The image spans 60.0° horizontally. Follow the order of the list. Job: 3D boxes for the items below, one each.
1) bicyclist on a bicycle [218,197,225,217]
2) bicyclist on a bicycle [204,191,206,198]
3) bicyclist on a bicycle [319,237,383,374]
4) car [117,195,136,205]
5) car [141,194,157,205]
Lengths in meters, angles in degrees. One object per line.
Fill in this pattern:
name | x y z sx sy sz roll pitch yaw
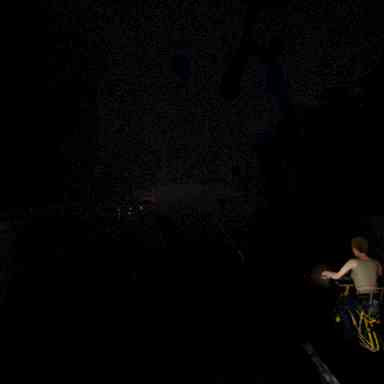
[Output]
bicyclist on a bicycle | 2.470 1.269 27.470 0.582 1.620 1.656 0 0 0
bicyclist on a bicycle | 2.851 0.538 74.581 0.659 1.776 1.843 0 2 0
bicyclist on a bicycle | 2.274 1.416 4.599 0.866 1.612 1.509 0 0 1
car | -9.385 1.117 48.077 1.812 1.442 4.674 0 0 1
car | -6.135 1.070 47.964 1.882 1.535 5.008 0 0 1
